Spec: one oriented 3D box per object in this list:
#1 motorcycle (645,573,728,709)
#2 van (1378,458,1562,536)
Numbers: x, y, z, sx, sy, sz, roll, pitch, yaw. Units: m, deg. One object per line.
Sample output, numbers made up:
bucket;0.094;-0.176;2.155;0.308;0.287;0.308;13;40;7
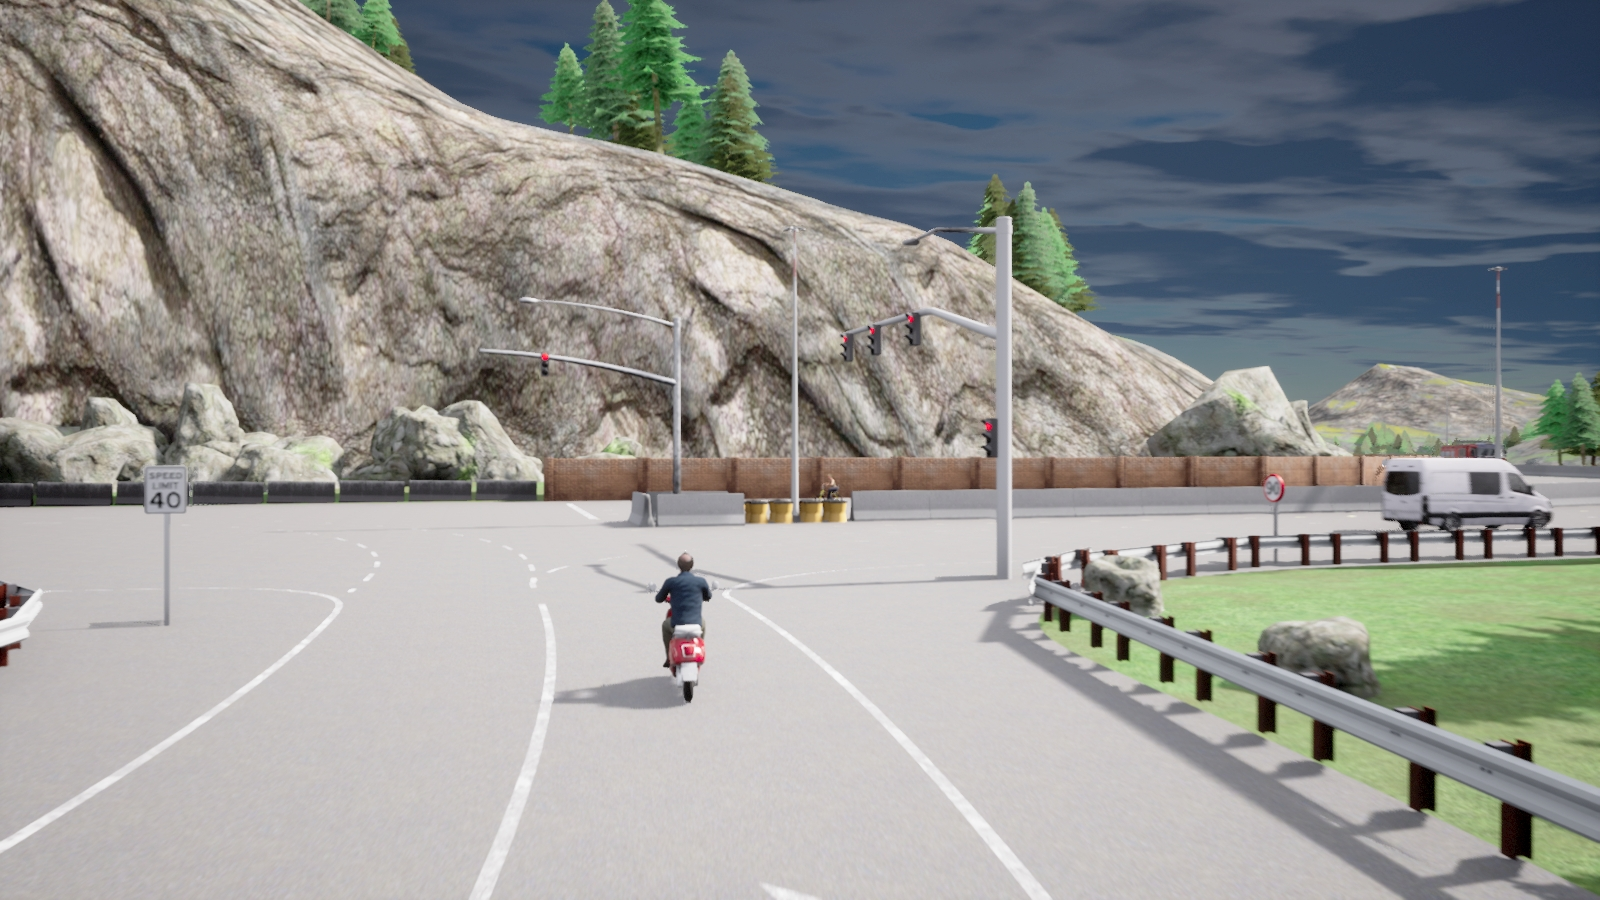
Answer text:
motorcycle;-1.365;2.190;13.451;0.856;1.236;1.805;0;2;-9
van;23.263;1.559;39.700;5.915;2.561;1.988;0;0;-16
